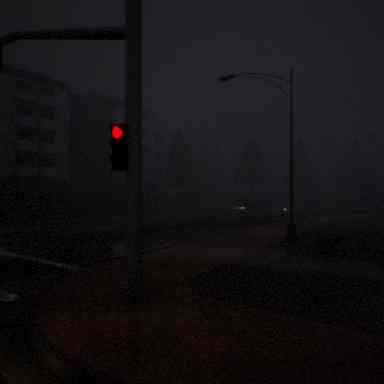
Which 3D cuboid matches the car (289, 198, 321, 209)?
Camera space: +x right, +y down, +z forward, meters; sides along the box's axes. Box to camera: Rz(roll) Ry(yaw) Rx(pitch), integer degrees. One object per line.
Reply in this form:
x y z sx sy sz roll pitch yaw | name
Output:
15.517 1.555 46.652 5.357 1.411 2.033 0 0 -25 | car

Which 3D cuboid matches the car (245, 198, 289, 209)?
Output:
10.112 1.527 46.249 5.357 1.411 2.033 2 3 -6 | car
